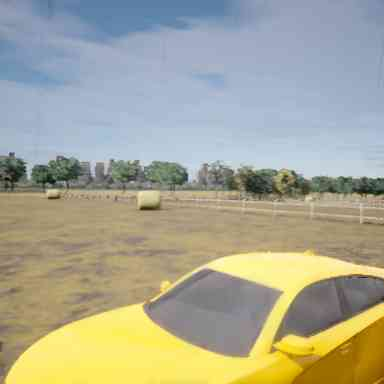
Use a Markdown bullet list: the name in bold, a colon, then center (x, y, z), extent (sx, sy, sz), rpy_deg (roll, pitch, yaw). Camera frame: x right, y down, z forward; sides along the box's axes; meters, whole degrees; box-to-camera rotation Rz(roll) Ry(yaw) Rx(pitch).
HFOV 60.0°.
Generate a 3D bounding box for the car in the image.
- **car**: center (0.783, 1.475, 3.628), extent (5.008, 1.535, 1.882), rpy_deg (0, 0, -35)
